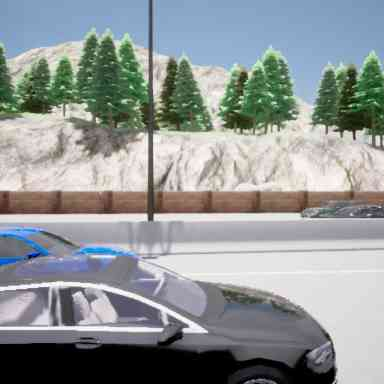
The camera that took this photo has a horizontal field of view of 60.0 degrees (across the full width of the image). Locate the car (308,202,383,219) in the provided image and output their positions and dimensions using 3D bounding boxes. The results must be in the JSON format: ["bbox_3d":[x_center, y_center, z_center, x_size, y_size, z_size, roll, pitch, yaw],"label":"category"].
[{"bbox_3d":[9.431,1.501,18.712,4.892,1.490,1.837,0,0,-6],"label":"car"}]

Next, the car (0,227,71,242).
[{"bbox_3d":[-3.608,1.477,6.939,5.008,1.535,1.882,0,0,-4],"label":"car"}]

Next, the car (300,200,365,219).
[{"bbox_3d":[9.626,1.348,22.252,4.553,1.767,2.097,0,0,-6],"label":"car"}]

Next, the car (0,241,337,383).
[{"bbox_3d":[-0.965,1.491,3.620,4.902,1.511,2.128,0,0,-4],"label":"car"}]
